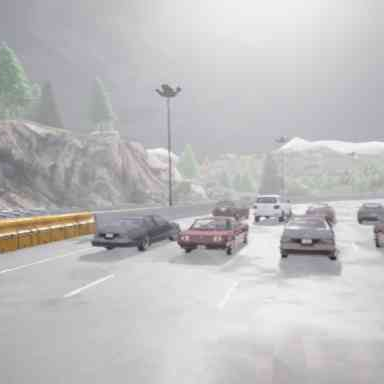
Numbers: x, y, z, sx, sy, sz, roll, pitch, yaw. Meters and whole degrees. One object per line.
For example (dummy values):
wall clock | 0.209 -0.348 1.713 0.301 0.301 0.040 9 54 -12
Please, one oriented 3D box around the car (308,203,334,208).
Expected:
car | 9.807 1.533 25.427 1.994 1.385 4.181 -1 0 26

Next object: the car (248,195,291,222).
car | 6.513 1.255 26.700 2.150 2.045 5.566 -1 0 26

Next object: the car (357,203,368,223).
car | 12.962 1.465 23.921 1.994 1.385 4.181 -1 0 26

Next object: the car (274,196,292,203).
car | 19.263 1.610 70.059 1.994 1.385 4.181 -1 0 41

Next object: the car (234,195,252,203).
car | 11.935 1.596 77.610 2.097 1.767 4.553 -1 0 41

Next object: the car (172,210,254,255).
car | 1.095 1.663 13.782 1.895 1.301 4.718 -1 0 20

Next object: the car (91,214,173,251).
car | -2.241 1.679 14.858 2.033 1.411 5.357 -1 0 20

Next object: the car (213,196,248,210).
car | 3.394 1.456 28.271 2.097 1.767 4.553 -1 -1 26

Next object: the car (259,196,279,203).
car | 16.815 1.656 72.563 2.033 1.411 5.357 -1 0 41

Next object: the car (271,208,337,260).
car | 4.344 1.541 12.487 2.033 1.411 5.357 -1 0 20

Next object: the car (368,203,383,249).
car | 7.668 1.275 11.387 2.097 1.767 4.553 -1 -1 20
